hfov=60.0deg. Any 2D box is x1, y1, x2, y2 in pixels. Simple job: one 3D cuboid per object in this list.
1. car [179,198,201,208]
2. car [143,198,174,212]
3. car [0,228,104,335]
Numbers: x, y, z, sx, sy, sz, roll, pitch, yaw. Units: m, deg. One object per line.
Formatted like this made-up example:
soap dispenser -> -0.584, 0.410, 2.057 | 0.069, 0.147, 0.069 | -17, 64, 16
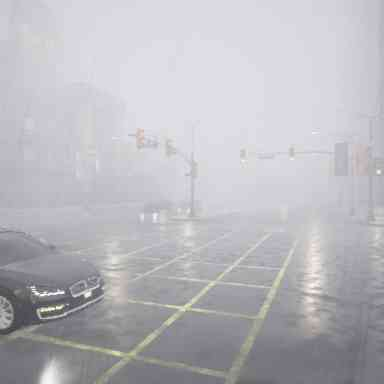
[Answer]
car -> -0.283, 1.605, 48.498 | 1.895, 1.301, 4.718 | 0, 0, 21
car -> -3.849, 1.479, 38.925 | 1.882, 1.535, 5.008 | 0, 0, 22
car -> -4.067, 1.501, 6.584 | 4.892, 1.490, 1.837 | 0, 0, 20
